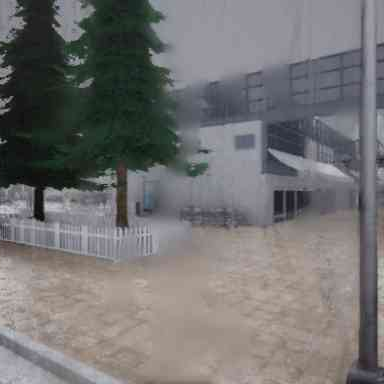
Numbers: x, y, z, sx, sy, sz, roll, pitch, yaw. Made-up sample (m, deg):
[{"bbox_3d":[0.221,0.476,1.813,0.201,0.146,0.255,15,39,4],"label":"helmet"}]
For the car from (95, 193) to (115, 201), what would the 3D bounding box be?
[{"bbox_3d":[-20.210,1.077,77.366,4.605,1.855,1.932,0,0,36],"label":"car"}]

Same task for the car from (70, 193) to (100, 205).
[{"bbox_3d":[-16.935,1.081,51.659,4.605,1.855,1.932,0,0,36],"label":"car"}]

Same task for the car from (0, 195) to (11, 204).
[{"bbox_3d":[-34.049,1.287,59.674,3.633,1.501,1.845,0,0,36],"label":"car"}]

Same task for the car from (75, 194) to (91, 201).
[{"bbox_3d":[-27.083,1.334,82.333,3.806,1.475,1.970,0,0,36],"label":"car"}]

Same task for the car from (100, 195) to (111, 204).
[{"bbox_3d":[-15.556,1.062,54.249,3.866,1.878,1.905,0,0,36],"label":"car"}]

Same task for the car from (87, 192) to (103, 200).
[{"bbox_3d":[-24.629,1.053,84.659,3.866,1.878,1.905,0,0,36],"label":"car"}]

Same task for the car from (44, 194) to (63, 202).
[{"bbox_3d":[-28.126,1.271,67.722,4.514,1.523,2.007,0,0,36],"label":"car"}]
